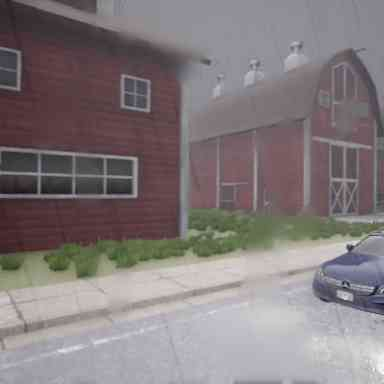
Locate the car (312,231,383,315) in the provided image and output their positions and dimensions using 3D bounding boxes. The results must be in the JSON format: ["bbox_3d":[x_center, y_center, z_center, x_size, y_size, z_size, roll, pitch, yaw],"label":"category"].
[{"bbox_3d":[4.605,1.597,7.269,4.674,1.442,1.812,1,0,-36],"label":"car"}]
